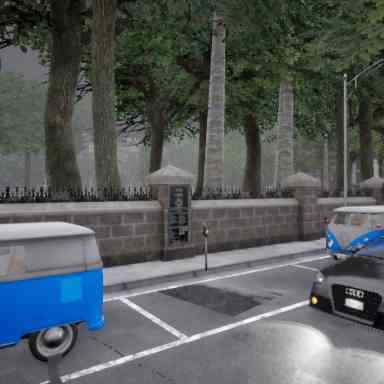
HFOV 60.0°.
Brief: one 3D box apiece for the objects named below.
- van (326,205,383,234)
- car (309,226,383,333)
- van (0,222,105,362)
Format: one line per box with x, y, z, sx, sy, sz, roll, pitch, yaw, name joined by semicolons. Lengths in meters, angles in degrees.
6.040;1.337;10.854;3.998;1.788;1.690;0;0;-36;van
4.148;1.562;6.342;4.181;1.385;1.994;0;0;-36;car
-3.167;1.341;4.275;3.998;1.788;1.690;0;0;-36;van
